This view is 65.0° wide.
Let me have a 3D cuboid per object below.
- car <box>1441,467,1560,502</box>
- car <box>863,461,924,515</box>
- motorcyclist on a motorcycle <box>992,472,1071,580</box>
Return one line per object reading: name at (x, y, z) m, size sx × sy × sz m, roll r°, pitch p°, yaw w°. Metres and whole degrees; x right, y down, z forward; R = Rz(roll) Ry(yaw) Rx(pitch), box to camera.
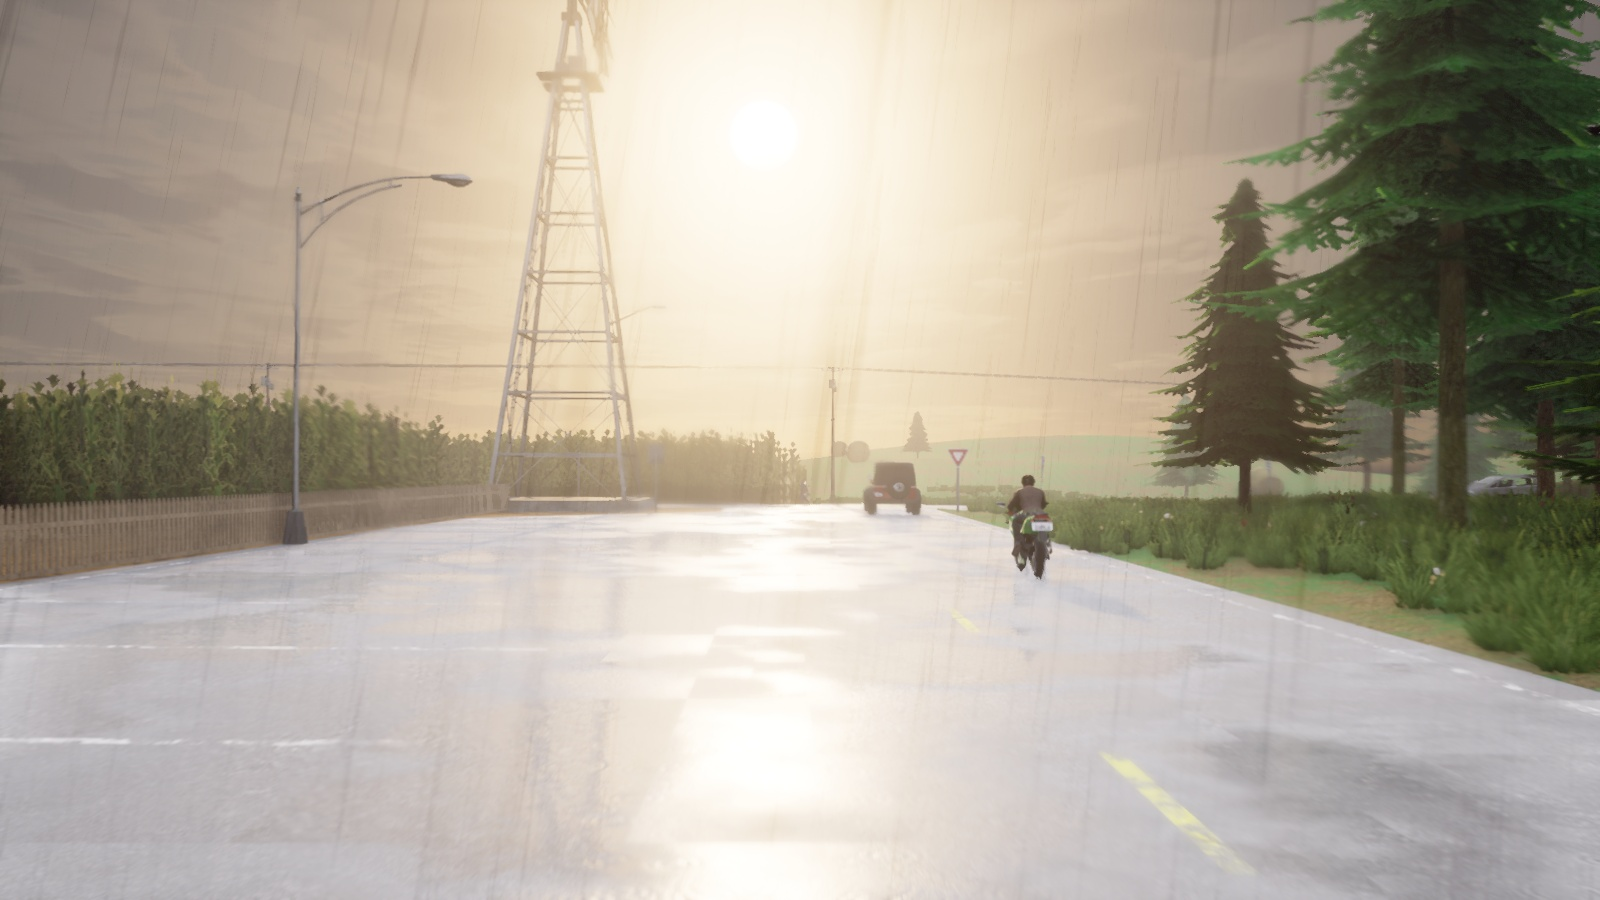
car at (34.661, 1.702, 62.252) m, size 4.611 × 1.667 × 2.242 m, roll 0°, pitch -1°, yaw -1°
car at (3.388, 1.368, 46.085) m, size 1.905 × 1.878 × 3.866 m, roll 0°, pitch -1°, yaw 0°
motorcyclist on a motorcycle at (3.454, 1.100, 18.933) m, size 0.797 × 1.523 × 2.044 m, roll 0°, pitch -1°, yaw 0°
